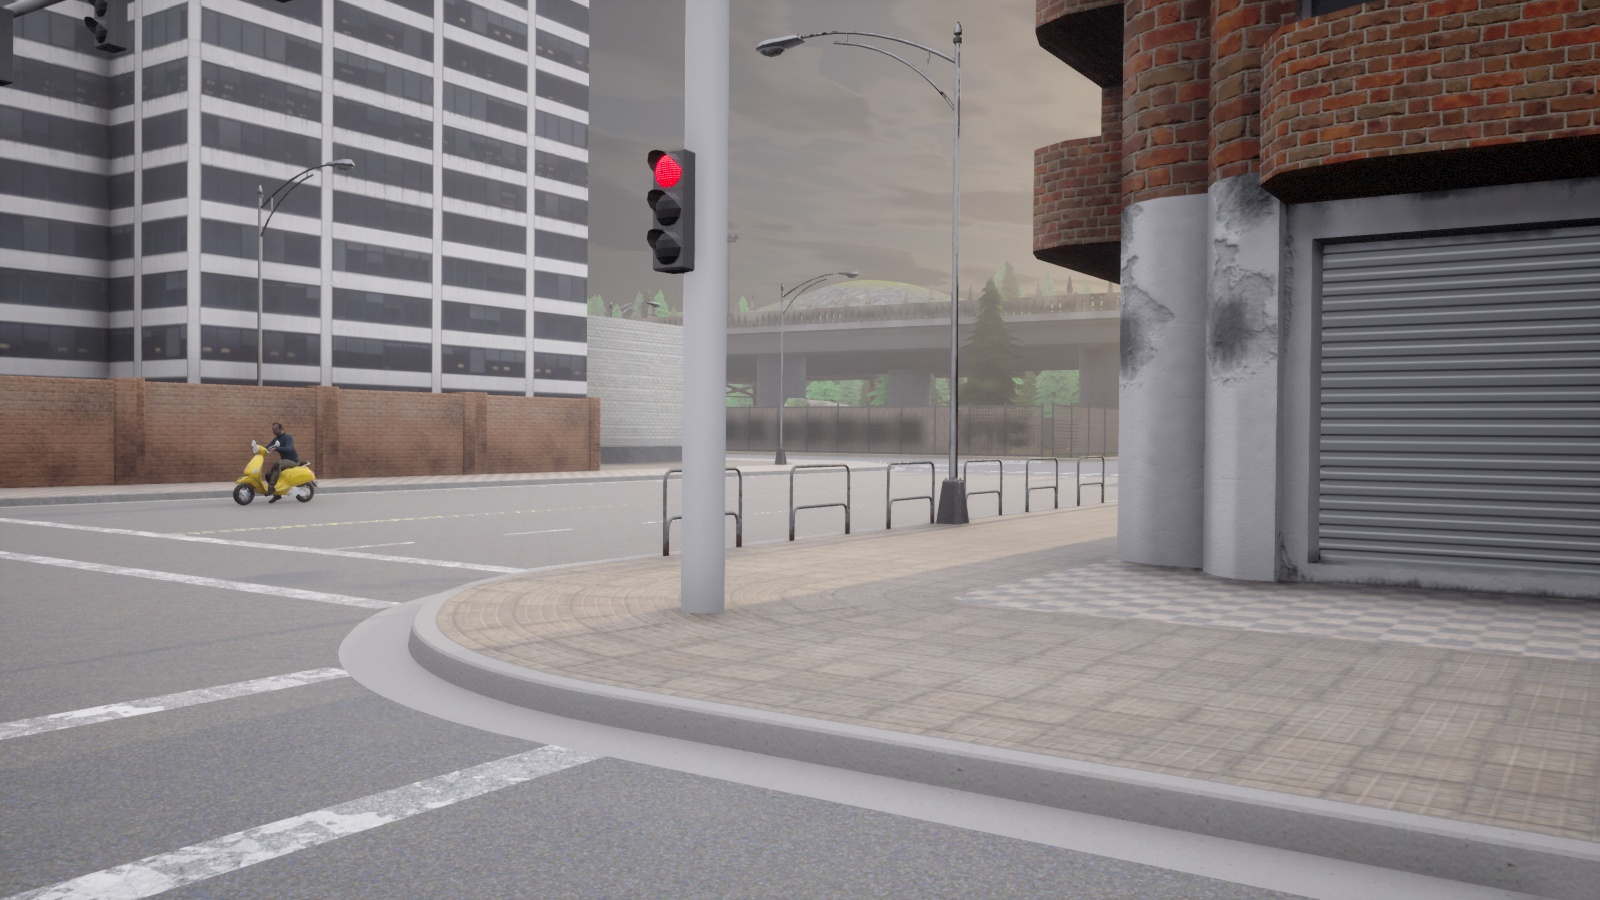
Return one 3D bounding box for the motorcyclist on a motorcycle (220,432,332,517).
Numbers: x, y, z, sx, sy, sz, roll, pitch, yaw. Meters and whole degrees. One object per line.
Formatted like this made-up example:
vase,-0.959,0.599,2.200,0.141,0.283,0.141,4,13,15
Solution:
motorcyclist on a motorcycle,-10.189,0.443,24.478,0.866,1.590,1.817,0,1,33
